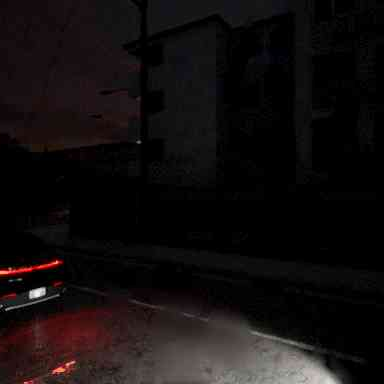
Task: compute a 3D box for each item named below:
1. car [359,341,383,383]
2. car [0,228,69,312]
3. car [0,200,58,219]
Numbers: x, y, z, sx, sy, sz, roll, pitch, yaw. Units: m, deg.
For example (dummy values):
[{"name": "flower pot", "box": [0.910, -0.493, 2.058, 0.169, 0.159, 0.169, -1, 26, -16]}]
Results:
[{"name": "car", "box": [3.081, 1.554, 1.724, 4.181, 1.385, 1.994, -1, 0, 36]}, {"name": "car", "box": [-4.710, 1.543, 7.244, 4.892, 1.490, 1.837, 0, 0, 35]}, {"name": "car", "box": [-14.453, 1.453, 29.137, 2.033, 1.411, 5.357, 0, 1, 32]}]
